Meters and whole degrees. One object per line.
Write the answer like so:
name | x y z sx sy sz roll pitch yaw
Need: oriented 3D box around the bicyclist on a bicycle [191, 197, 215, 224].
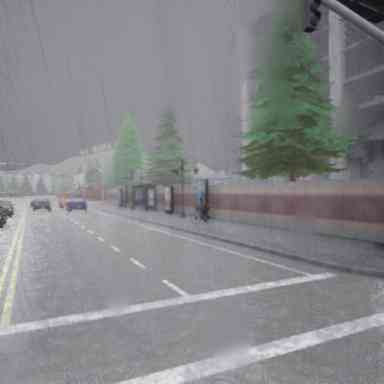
bicyclist on a bicycle | 0.694 1.157 20.561 1.656 1.620 0.582 -1 1 -26

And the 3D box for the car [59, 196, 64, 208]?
car | -17.483 1.310 46.959 2.097 1.767 4.553 -1 0 -26

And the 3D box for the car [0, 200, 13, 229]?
car | -13.212 1.548 21.769 2.128 1.511 4.902 -1 0 -26

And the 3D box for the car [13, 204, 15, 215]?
car | -17.728 1.542 31.093 1.882 1.535 5.008 -1 0 -26

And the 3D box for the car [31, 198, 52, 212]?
car | -17.740 1.515 39.427 1.837 1.490 4.892 -1 0 -26

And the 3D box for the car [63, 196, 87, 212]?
car | -13.434 1.429 38.675 1.882 1.535 5.008 -1 0 -26
